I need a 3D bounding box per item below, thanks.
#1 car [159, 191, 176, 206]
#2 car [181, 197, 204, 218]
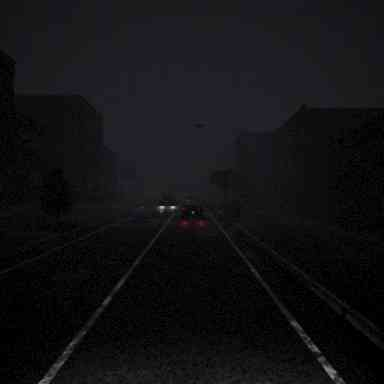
[{"bbox_3d":[-3.612,0.941,49.950,2.150,2.045,5.566,0,0,0],"label":"car"},{"bbox_3d":[0.069,1.434,28.842,1.812,1.442,4.674,0,0,0],"label":"car"}]
